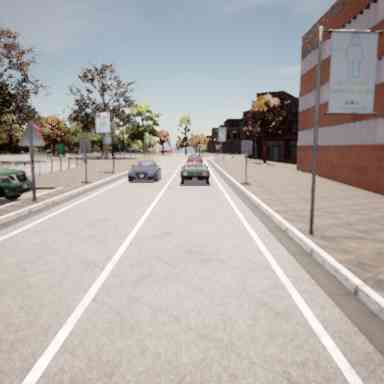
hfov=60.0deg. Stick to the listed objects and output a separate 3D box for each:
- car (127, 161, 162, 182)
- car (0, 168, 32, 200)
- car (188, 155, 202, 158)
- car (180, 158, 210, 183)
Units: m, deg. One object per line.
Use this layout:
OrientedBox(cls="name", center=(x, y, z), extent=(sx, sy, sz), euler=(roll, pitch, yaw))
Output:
OrientedBox(cls="car", center=(-3.243, -1.500, 23.365), extent=(1.994, 1.385, 4.181), euler=(0, 8, 0))
OrientedBox(cls="car", center=(-9.509, -0.572, 13.410), extent=(5.566, 2.045, 2.435), euler=(0, 8, 0))
OrientedBox(cls="car", center=(0.362, -3.964, 41.397), extent=(1.994, 1.385, 4.181), euler=(0, 8, 1))
OrientedBox(cls="car", center=(0.205, -1.393, 22.894), extent=(1.895, 1.301, 4.718), euler=(0, 8, 0))
